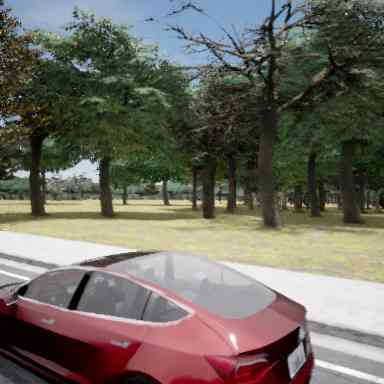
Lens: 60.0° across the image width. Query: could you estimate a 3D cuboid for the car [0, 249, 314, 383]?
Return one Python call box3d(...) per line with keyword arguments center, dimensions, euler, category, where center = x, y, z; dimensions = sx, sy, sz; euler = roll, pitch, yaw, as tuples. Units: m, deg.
box3d(center=(-0.988, 1.504, 4.268), dimensions=(4.792, 1.488, 2.163), euler=(0, 0, 36), category="car")
